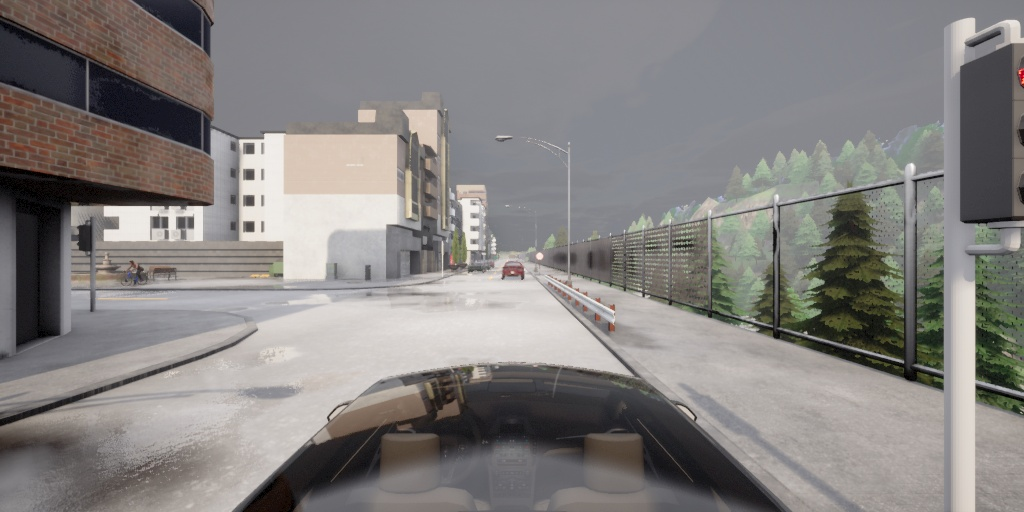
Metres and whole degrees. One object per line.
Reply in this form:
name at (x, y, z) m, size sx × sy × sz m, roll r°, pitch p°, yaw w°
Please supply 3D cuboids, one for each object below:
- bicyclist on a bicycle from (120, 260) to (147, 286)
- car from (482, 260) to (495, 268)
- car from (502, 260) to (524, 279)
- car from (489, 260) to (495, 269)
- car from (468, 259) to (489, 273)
bicyclist on a bicycle at (-24.281, 1.099, 23.054) m, size 0.582 × 1.620 × 1.656 m, roll 0°, pitch 0°, yaw 0°
car at (-4.051, 1.351, 61.888) m, size 1.895 × 1.301 × 4.718 m, roll 0°, pitch 0°, yaw 0°
car at (0.093, 1.227, 32.642) m, size 1.882 × 1.535 × 5.008 m, roll 0°, pitch 0°, yaw 1°
car at (-4.087, 1.241, 51.752) m, size 2.128 × 1.511 × 4.902 m, roll 0°, pitch 0°, yaw 0°
car at (-4.093, 1.351, 42.403) m, size 1.895 × 1.301 × 4.718 m, roll 0°, pitch 0°, yaw 0°
